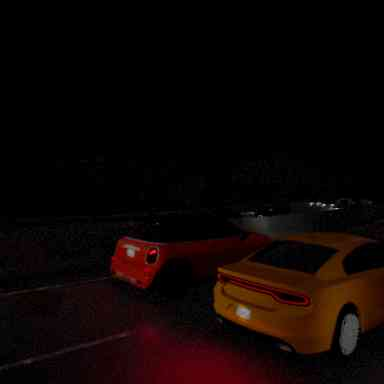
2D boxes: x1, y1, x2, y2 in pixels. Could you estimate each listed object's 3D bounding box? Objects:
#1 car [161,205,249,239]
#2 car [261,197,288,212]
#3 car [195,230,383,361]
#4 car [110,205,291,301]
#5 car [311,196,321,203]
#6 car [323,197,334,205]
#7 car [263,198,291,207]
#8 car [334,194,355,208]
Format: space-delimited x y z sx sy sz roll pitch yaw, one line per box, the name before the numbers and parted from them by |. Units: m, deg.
car | 0.868 1.546 18.719 4.902 1.511 2.128 0 0 -44
car | 10.338 1.507 41.455 2.097 1.767 4.553 0 0 31
car | 2.623 1.488 6.065 5.008 1.535 1.882 0 0 -39
car | 0.295 1.373 8.708 4.553 1.767 2.097 0 0 -39
car | 28.711 1.779 76.865 1.837 1.490 4.892 0 0 27
car | 27.364 1.750 66.400 1.812 1.442 4.674 0 0 27
car | 7.695 1.579 31.424 1.882 1.535 5.008 0 0 37
car | 23.881 1.381 51.826 2.150 2.045 5.566 0 0 27
